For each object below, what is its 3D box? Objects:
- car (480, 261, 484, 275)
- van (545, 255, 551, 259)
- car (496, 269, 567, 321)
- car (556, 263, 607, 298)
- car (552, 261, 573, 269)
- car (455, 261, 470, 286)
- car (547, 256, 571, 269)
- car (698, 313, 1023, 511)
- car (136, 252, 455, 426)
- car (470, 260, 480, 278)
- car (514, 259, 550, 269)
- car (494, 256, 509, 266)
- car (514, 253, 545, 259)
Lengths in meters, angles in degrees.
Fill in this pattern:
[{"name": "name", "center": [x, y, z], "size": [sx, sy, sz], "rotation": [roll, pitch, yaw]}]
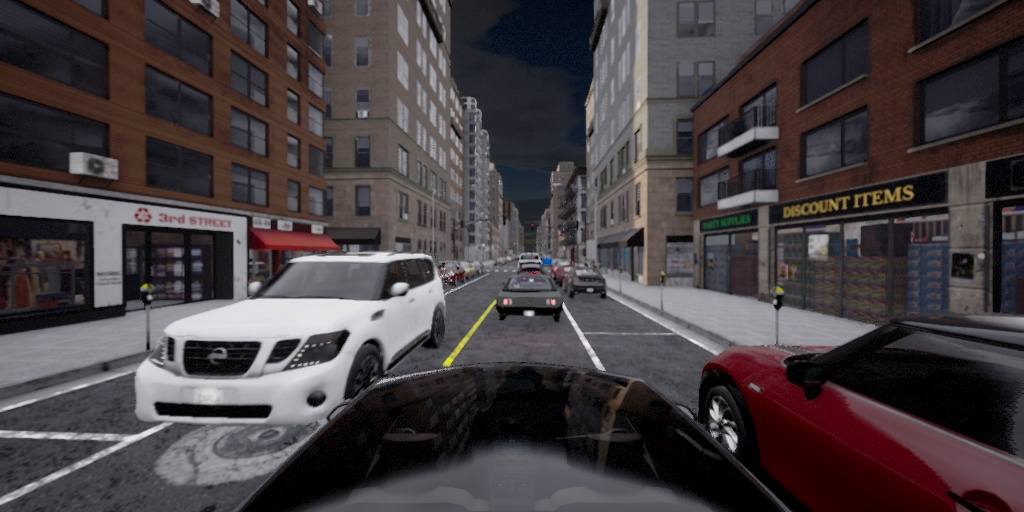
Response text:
[{"name": "car", "center": [-3.657, 1.086, 34.344], "size": [2.007, 1.370, 4.403], "rotation": [0, 0, 3]}, {"name": "van", "center": [5.861, 0.699, 60.945], "size": [1.690, 1.789, 3.998], "rotation": [0, 0, 3]}, {"name": "car", "center": [0.603, 1.283, 12.114], "size": [1.895, 1.301, 4.718], "rotation": [0, 0, 3]}, {"name": "car", "center": [3.435, 1.197, 17.376], "size": [2.007, 1.370, 4.403], "rotation": [0, 0, 3]}, {"name": "car", "center": [3.742, 1.192, 22.886], "size": [1.802, 1.307, 4.207], "rotation": [0, 0, 3]}, {"name": "car", "center": [-4.271, 1.048, 23.325], "size": [1.967, 1.591, 4.097], "rotation": [0, 0, 3]}, {"name": "car", "center": [4.049, 1.014, 28.396], "size": [1.967, 1.591, 4.097], "rotation": [0, 0, 3]}, {"name": "car", "center": [2.927, 1.101, 1.931], "size": [2.097, 1.767, 4.553], "rotation": [0, 0, 3]}, {"name": "car", "center": [-2.686, 0.943, 6.113], "size": [2.150, 2.045, 5.566], "rotation": [0, 0, 3]}, {"name": "car", "center": [-3.974, 1.097, 28.664], "size": [1.751, 1.417, 4.829], "rotation": [0, 0, 3]}, {"name": "car", "center": [1.202, 1.114, 22.870], "size": [1.837, 1.490, 4.892], "rotation": [0, 0, 3]}, {"name": "car", "center": [-2.152, 0.906, 61.383], "size": [2.007, 1.370, 4.403], "rotation": [0, 0, 3]}, {"name": "car", "center": [1.662, 0.765, 33.024], "size": [2.150, 2.045, 5.566], "rotation": [0, 0, 3]}]
